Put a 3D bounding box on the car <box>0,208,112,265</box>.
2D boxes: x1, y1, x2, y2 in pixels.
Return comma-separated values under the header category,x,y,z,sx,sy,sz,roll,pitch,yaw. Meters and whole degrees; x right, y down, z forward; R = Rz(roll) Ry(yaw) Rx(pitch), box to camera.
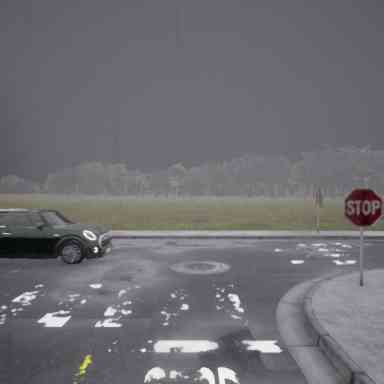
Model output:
category,x,y,z,sx,sy,sz,roll,pitch,yaw
car,-5.048,1.343,11.131,4.553,1.767,2.097,0,0,0
